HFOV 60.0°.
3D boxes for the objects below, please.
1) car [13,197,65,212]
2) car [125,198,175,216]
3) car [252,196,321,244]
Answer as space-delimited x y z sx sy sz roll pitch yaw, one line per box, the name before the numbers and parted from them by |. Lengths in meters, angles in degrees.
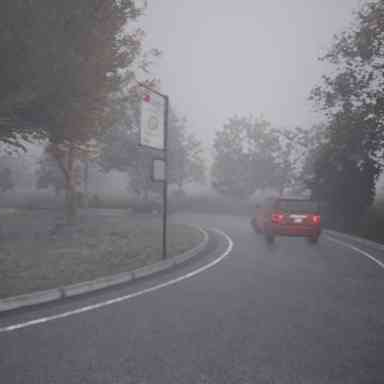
car | -14.190 1.176 32.133 5.357 1.411 2.033 1 0 -6
car | -3.855 1.311 30.045 5.008 1.535 1.882 1 0 32
car | 4.351 1.224 15.964 2.150 2.045 5.566 1 0 2
